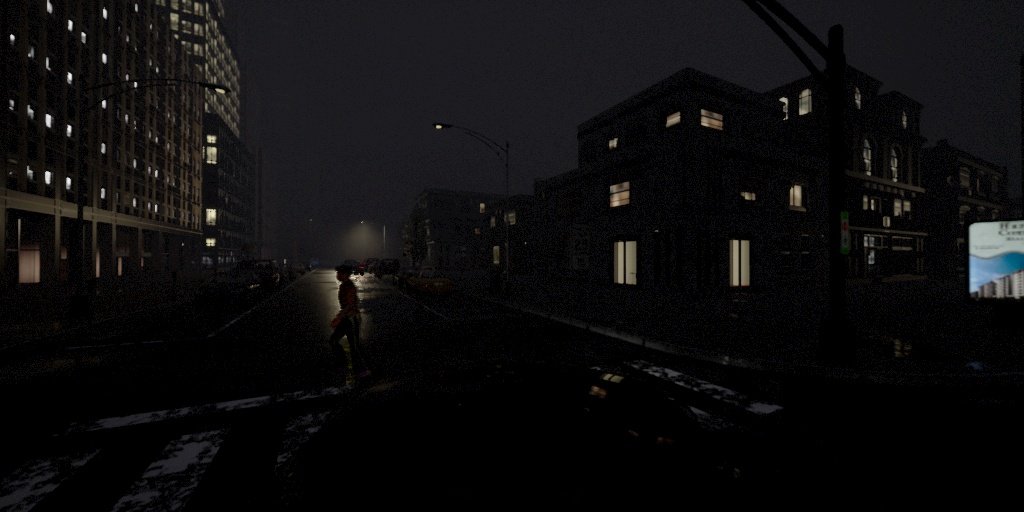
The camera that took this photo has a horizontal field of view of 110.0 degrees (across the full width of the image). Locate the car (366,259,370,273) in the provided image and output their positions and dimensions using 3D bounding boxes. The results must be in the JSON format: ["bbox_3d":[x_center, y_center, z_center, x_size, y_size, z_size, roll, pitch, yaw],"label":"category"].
[{"bbox_3d":[-16.736,1.389,44.028,1.751,1.417,4.829,0,0,-26],"label":"car"}]

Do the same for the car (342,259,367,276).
[{"bbox_3d":[-17.196,1.365,39.000,1.812,1.442,4.674,0,0,-26],"label":"car"}]

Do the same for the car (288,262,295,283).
[{"bbox_3d":[-16.858,1.330,25.273,2.007,1.370,4.403,0,0,-26],"label":"car"}]

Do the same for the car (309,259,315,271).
[{"bbox_3d":[-29.068,1.424,50.120,1.948,1.339,4.313,0,0,-26],"label":"car"}]

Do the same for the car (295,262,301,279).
[{"bbox_3d":[-19.300,1.339,30.242,1.888,1.381,4.507,0,0,-26],"label":"car"}]

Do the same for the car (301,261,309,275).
[{"bbox_3d":[-24.109,1.350,40.029,1.751,1.417,4.829,0,0,-26],"label":"car"}]

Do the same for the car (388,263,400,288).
[{"bbox_3d":[-6.893,1.386,23.998,1.802,1.307,4.207,0,0,-26],"label":"car"}]

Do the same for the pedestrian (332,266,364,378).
[{"bbox_3d":[-2.650,1.035,5.782,0.375,1.860,0.375,1,-1,-26],"label":"pedestrian"}]

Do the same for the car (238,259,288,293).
[{"bbox_3d":[-14.416,1.080,20.304,2.192,1.841,5.009,0,0,-26],"label":"car"}]

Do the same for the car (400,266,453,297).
[{"bbox_3d":[-4.526,1.316,19.181,1.751,1.417,4.829,0,0,-26],"label":"car"}]

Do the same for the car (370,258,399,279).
[{"bbox_3d":[-11.777,1.147,33.936,2.192,1.841,5.009,0,0,-26],"label":"car"}]

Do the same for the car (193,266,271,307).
[{"bbox_3d":[-11.974,1.302,15.334,2.007,1.370,4.403,0,0,-26],"label":"car"}]
